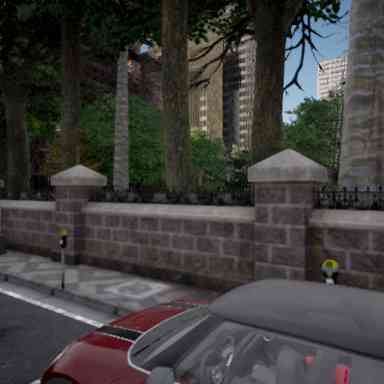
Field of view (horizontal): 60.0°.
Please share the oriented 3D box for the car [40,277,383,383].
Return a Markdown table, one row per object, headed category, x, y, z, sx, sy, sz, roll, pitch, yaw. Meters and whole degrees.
| category | x | y | z | sx | sy | sz | roll | pitch | yaw |
| --- | --- | --- | --- | --- | --- | --- | --- | --- | --- |
| car | 0.612 | 1.439 | 2.527 | 4.097 | 1.590 | 1.967 | 0 | 0 | 36 |
